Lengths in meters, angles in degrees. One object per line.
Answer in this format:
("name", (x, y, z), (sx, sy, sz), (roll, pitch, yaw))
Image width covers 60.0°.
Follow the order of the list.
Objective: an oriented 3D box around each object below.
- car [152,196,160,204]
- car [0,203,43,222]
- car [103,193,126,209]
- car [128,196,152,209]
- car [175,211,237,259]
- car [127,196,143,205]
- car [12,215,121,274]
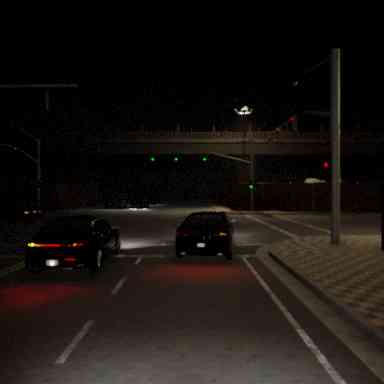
("car", (-7.035, 1.523, 61.534), (1.812, 1.442, 4.674), (0, 1, 1))
("car", (-14.156, 1.516, 25.319), (5.357, 1.411, 2.033), (0, 0, 13))
("car", (-10.581, 1.220, 45.955), (2.150, 2.045, 5.566), (0, 0, 0))
("car", (-7.084, 1.561, 45.699), (1.994, 1.385, 4.181), (0, 0, 0))
("car", (0.641, 1.472, 12.715), (1.882, 1.535, 5.008), (0, 0, 8))
("car", (-10.527, 1.544, 62.071), (2.033, 1.411, 5.357), (0, 0, 1))
("car", (-3.526, 1.504, 10.620), (1.837, 1.490, 4.892), (0, 0, -2))
